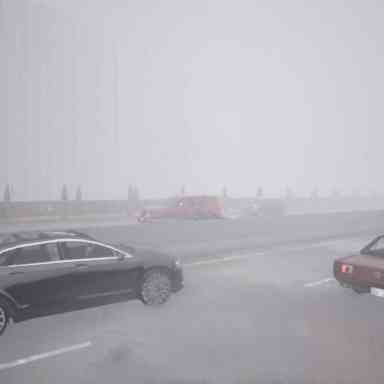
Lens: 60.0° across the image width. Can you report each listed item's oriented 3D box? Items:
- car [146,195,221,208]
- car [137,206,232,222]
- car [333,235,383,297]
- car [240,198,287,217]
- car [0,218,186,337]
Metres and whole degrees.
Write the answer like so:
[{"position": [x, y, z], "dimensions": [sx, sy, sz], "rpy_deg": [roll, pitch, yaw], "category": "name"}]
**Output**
[{"position": [-0.605, 1.220, 20.747], "dimensions": [5.566, 2.045, 2.150], "rpy_deg": [0, 0, -35], "category": "car"}, {"position": [-0.070, 1.600, 16.831], "dimensions": [4.718, 1.301, 1.895], "rpy_deg": [0, 0, -35], "category": "car"}, {"position": [5.336, 1.601, 7.544], "dimensions": [4.718, 1.301, 1.895], "rpy_deg": [0, 0, -35], "category": "car"}, {"position": [6.501, 1.351, 30.100], "dimensions": [4.553, 1.767, 2.097], "rpy_deg": [0, 0, -35], "category": "car"}, {"position": [-2.405, 1.491, 6.324], "dimensions": [4.902, 1.511, 2.128], "rpy_deg": [0, 0, -36], "category": "car"}]
